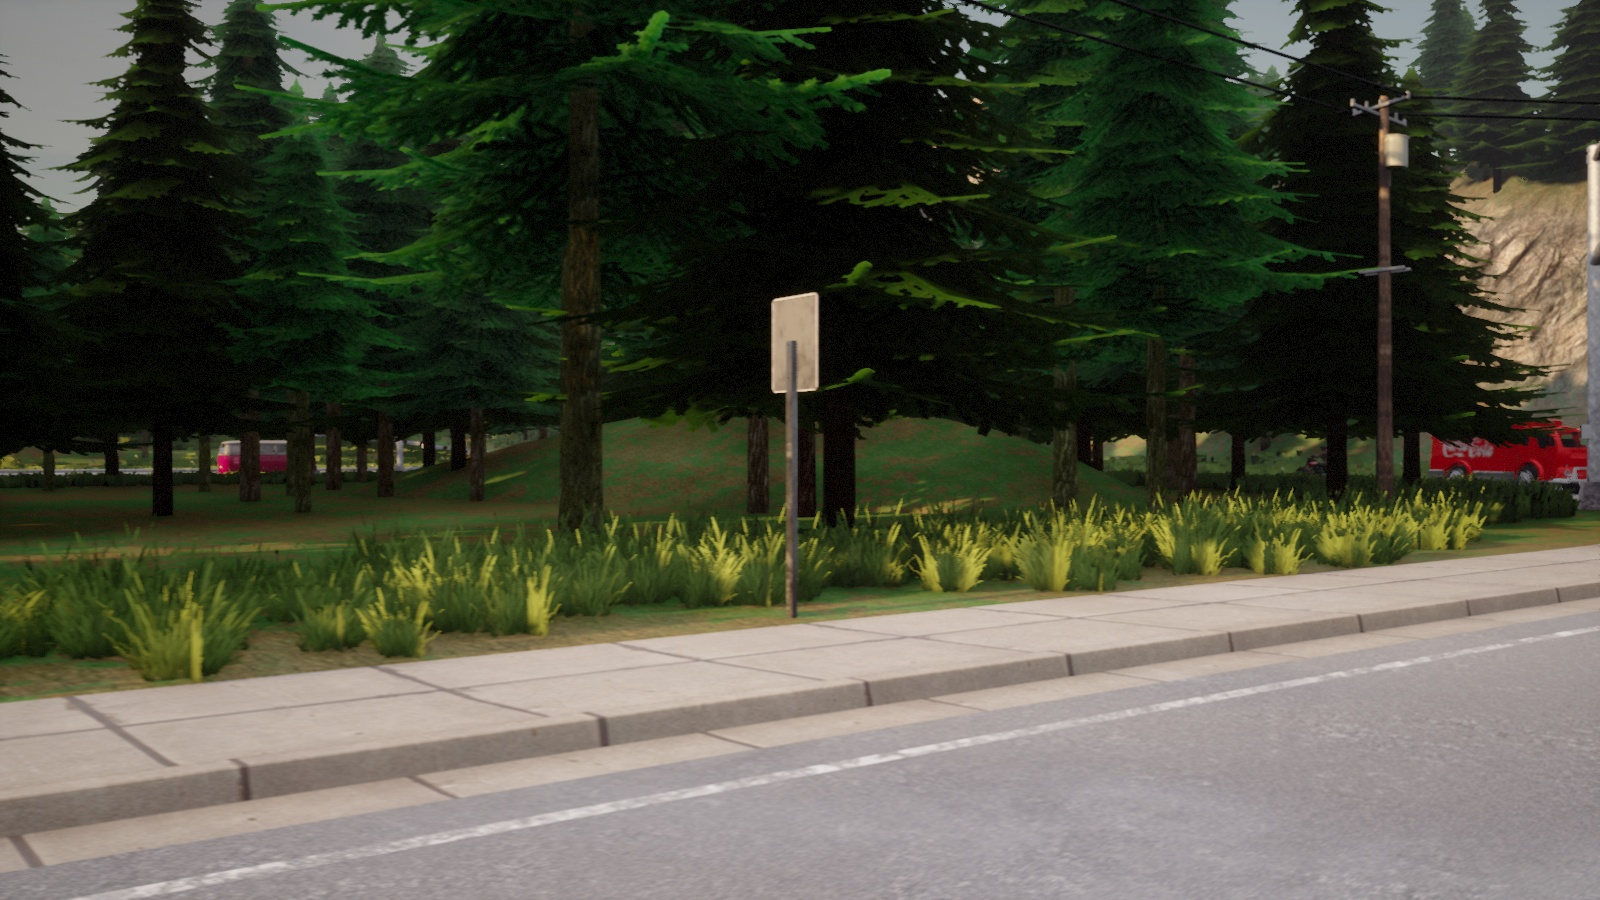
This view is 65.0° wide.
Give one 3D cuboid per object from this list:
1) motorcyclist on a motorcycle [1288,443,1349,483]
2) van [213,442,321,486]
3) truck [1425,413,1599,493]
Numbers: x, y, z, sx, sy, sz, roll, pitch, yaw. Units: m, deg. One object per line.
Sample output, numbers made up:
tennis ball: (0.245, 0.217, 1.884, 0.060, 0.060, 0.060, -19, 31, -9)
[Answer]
motorcyclist on a motorcycle: (21.982, 0.529, 53.323, 0.766, 1.649, 2.350, -1, 0, -34)
van: (-25.278, 0.629, 59.592, 4.442, 1.987, 1.775, 0, 0, -35)
truck: (23.569, 0.086, 41.263, 2.627, 2.467, 5.204, 0, 0, -15)
